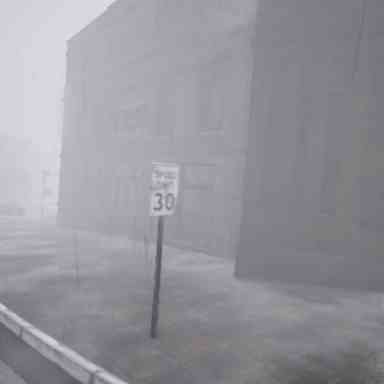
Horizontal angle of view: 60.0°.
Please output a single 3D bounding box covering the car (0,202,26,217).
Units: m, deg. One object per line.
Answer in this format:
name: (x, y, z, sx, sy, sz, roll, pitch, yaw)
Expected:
car: (-19.546, 1.857, 35.821, 2.128, 1.511, 4.902, 4, -1, -5)
